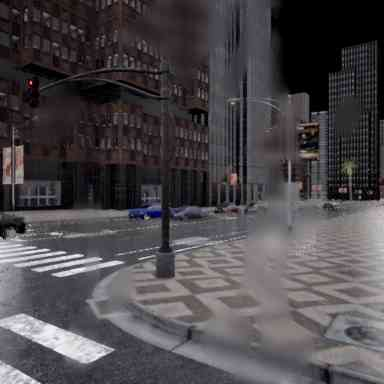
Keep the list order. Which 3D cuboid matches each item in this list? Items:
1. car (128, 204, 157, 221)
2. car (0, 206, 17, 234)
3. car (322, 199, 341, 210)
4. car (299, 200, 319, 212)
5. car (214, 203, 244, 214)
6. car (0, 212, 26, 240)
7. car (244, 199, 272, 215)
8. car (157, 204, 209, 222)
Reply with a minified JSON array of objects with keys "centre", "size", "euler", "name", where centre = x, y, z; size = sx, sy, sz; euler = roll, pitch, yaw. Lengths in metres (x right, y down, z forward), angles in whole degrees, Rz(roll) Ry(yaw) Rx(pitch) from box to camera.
[{"centre":[-3.848,1.839,31.331],"size":[1.882,1.535,5.008],"euler":[0,-1,35],"name":"car"},{"centre":[-12.780,1.628,18.582],"size":[2.128,1.511,4.902],"euler":[0,-1,35],"name":"car"},{"centre":[26.025,2.508,62.314],"size":[1.837,1.490,4.892],"euler":[0,-1,35],"name":"car"},{"centre":[17.814,2.332,50.615],"size":[2.033,1.411,5.357],"euler":[0,-1,35],"name":"car"},{"centre":[4.644,2.140,43.431],"size":[1.994,1.385,4.181],"euler":[0,-1,35],"name":"car"},{"centre":[-10.656,1.605,15.949],"size":[1.882,1.535,5.008],"euler":[0,-1,35],"name":"car"},{"centre":[8.379,2.109,43.083],"size":[1.837,1.490,4.892],"euler":[0,1,35],"name":"car"},{"centre":[-0.485,1.931,30.471],"size":[2.033,1.411,5.357],"euler":[0,-1,35],"name":"car"}]
